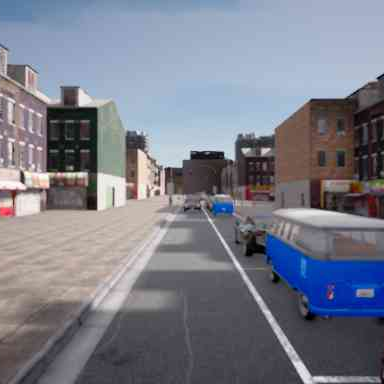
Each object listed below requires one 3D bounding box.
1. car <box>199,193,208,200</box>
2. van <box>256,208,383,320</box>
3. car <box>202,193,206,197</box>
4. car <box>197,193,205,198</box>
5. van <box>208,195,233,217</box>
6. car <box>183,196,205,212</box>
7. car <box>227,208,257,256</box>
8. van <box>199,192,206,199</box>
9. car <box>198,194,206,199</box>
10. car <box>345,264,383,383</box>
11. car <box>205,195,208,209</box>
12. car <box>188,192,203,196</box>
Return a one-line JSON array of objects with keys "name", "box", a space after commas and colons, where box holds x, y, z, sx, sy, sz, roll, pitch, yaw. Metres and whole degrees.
[{"name": "car", "box": [2.592, 1.040, 78.056, 1.967, 1.590, 4.097, 1, 0, 0]}, {"name": "van", "box": [2.645, 1.296, 6.923, 1.690, 1.788, 3.998, 1, 0, 0]}, {"name": "car", "box": [2.619, 1.203, 40.166, 1.967, 1.590, 4.097, 1, 0, 0]}, {"name": "car", "box": [2.578, 1.102, 94.567, 2.008, 1.369, 4.403, 1, 0, 0]}, {"name": "van", "box": [2.628, 1.163, 29.084, 1.690, 1.788, 3.998, 1, 0, 0]}, {"name": "car", "box": [0.071, 1.389, 35.367, 1.895, 1.301, 4.718, 0, 0, 1]}, {"name": "car", "box": [2.638, 1.486, 12.465, 1.947, 1.339, 4.313, 1, 0, 0]}, {"name": "van", "box": [2.589, 0.923, 83.559, 1.690, 1.788, 3.998, 1, 0, 0]}, {"name": "car", "box": [2.582, 1.131, 89.064, 1.947, 1.339, 4.313, 1, 0, 0]}, {"name": "car", "box": [2.646, 1.535, 1.383, 1.887, 1.381, 4.507, 1, 0, 0]}, {"name": "car", "box": [2.622, 1.317, 34.797, 1.752, 1.417, 4.829, 1, 0, 0]}, {"name": "car", "box": [0.066, 1.081, 47.058, 2.097, 1.767, 4.553, 0, 0, 0]}]
